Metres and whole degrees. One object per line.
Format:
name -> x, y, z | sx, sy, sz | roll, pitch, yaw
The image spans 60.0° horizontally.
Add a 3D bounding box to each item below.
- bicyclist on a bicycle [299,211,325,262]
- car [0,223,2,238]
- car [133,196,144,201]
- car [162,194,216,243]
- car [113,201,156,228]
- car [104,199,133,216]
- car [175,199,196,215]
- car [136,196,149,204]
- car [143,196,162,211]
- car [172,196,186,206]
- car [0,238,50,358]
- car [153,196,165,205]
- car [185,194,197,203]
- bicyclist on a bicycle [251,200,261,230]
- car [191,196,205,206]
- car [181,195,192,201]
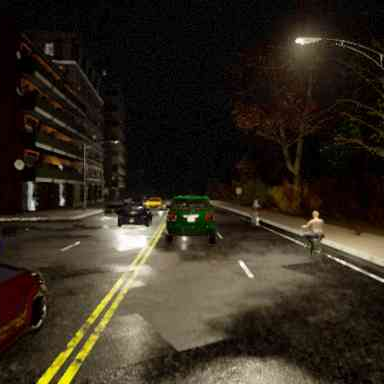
bicyclist on a bicycle -> 4.074, 1.430, 11.067 | 0.866, 1.612, 1.509 | 0, 0, -1
car -> -6.652, 1.222, 7.578 | 2.150, 2.045, 5.566 | 0, 0, -1
car -> -8.561, 1.478, 52.744 | 1.837, 1.490, 4.892 | 0, 0, -4
car -> -0.095, 1.215, 16.112 | 2.150, 2.045, 5.566 | 0, 0, -1
car -> -3.721, 1.556, 22.249 | 1.994, 1.385, 4.181 | 0, 0, -2
car -> -7.404, 1.466, 33.178 | 1.882, 1.535, 5.008 | 0, 0, -3
car -> -0.788, 1.528, 35.019 | 2.033, 1.411, 5.357 | 0, 0, -3
car -> -9.433, 1.464, 63.399 | 2.128, 1.511, 4.902 | 0, 0, -5
car -> -4.574, 1.457, 41.200 | 1.882, 1.535, 5.008 | 0, 0, -3
car -> -2.226, 1.452, 56.754 | 2.128, 1.511, 4.902 | 0, 0, -5
car -> -3.381, 1.564, 3.929 | 1.994, 1.385, 4.181 | 0, 0, 0
car -> -5.830, 1.439, 59.224 | 1.882, 1.535, 5.008 | 0, 0, -4
car -> -0.189, 1.295, 69.447 | 2.097, 1.767, 4.553 | 0, 0, -6
bicyclist on a bicycle -> 3.842, 1.359, 20.158 | 0.659, 1.776, 1.843 | 0, 0, -2
car -> 0.979, 1.435, 56.573 | 1.882, 1.535, 5.008 | 0, 0, -4
car -> -1.277, 1.469, 79.541 | 2.033, 1.411, 5.357 | 0, 0, -7
